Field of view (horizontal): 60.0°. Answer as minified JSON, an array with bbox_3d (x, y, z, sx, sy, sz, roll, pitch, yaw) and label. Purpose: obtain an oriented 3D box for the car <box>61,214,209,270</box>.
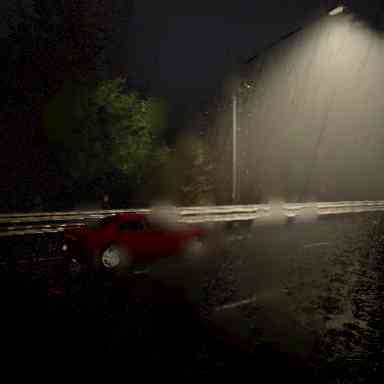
[{"bbox_3d":[-1.694,1.467,11.135,5.008,1.535,1.882,0,0,-35],"label":"car"}]
